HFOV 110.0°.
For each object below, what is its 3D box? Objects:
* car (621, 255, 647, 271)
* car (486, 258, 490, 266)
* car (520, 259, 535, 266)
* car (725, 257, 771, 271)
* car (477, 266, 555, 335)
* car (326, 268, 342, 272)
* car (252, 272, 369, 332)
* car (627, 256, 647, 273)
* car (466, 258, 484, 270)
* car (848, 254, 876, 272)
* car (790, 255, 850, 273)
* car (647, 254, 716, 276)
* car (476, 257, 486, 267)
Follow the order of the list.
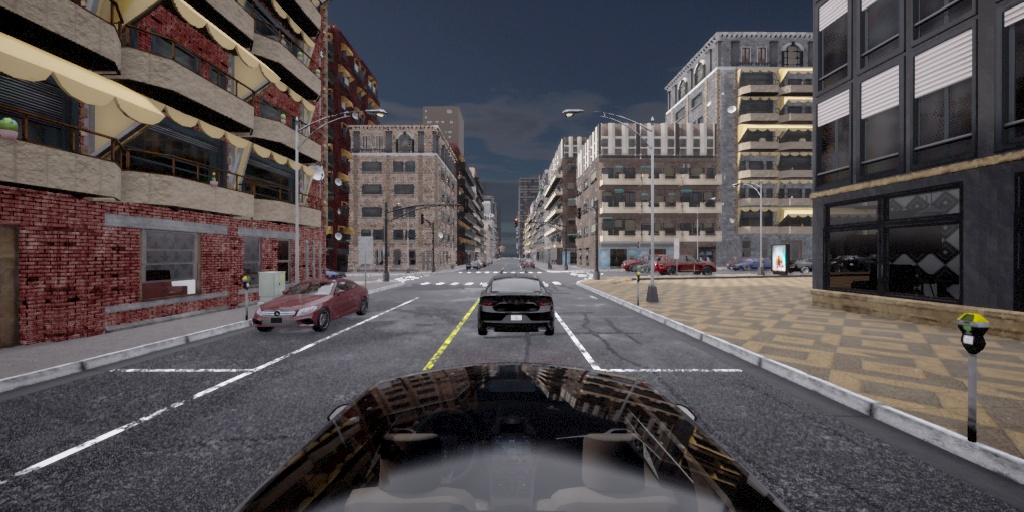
[{"bbox_3d":[14.587,0.764,39.177,5.009,1.841,2.192,0,0,0],"label":"car"},{"bbox_3d":[-5.670,1.086,64.213,2.192,1.841,5.009,0,0,0],"label":"car"},{"bbox_3d":[2.708,1.208,58.530,1.967,1.591,4.097,0,0,0],"label":"car"},{"bbox_3d":[25.080,0.806,36.677,5.357,1.411,2.033,-1,0,-1],"label":"car"},{"bbox_3d":[0.101,1.228,10.482,1.882,1.535,5.008,0,0,0],"label":"car"},{"bbox_3d":[-18.278,1.614,33.113,5.357,1.411,2.033,-1,0,-1],"label":"car"},{"bbox_3d":[-5.739,1.332,10.825,1.802,1.307,4.207,0,0,0],"label":"car"},{"bbox_3d":[14.457,1.021,36.585,4.181,1.385,1.994,-1,0,-1],"label":"car"},{"bbox_3d":[-5.674,1.331,52.848,1.948,1.339,4.313,0,0,0],"label":"car"},{"bbox_3d":[31.360,0.718,30.937,4.313,1.339,1.948,0,0,0],"label":"car"},{"bbox_3d":[25.812,0.822,30.891,4.313,1.339,1.948,0,0,0],"label":"car"},{"bbox_3d":[14.719,0.778,30.798,5.009,1.841,2.192,0,0,0],"label":"car"},{"bbox_3d":[-5.672,1.293,58.361,1.751,1.417,4.829,0,0,0],"label":"car"}]
